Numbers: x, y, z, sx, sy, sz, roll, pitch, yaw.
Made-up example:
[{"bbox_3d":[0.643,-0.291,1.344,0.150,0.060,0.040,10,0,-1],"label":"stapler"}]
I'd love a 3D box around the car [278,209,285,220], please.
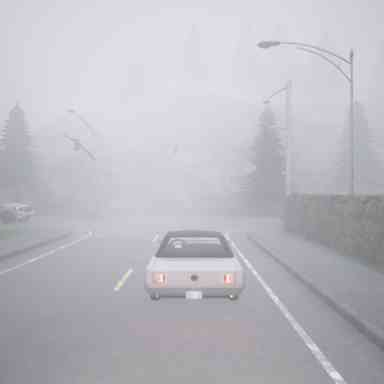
[{"bbox_3d":[8.903,1.540,23.484,5.357,1.411,2.033,0,0,1],"label":"car"}]

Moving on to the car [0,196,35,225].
[{"bbox_3d":[-14.313,1.214,23.786,5.566,2.045,2.150,0,0,1],"label":"car"}]

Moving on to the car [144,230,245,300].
[{"bbox_3d":[0.062,1.598,8.309,1.895,1.301,4.718,0,0,0],"label":"car"}]
